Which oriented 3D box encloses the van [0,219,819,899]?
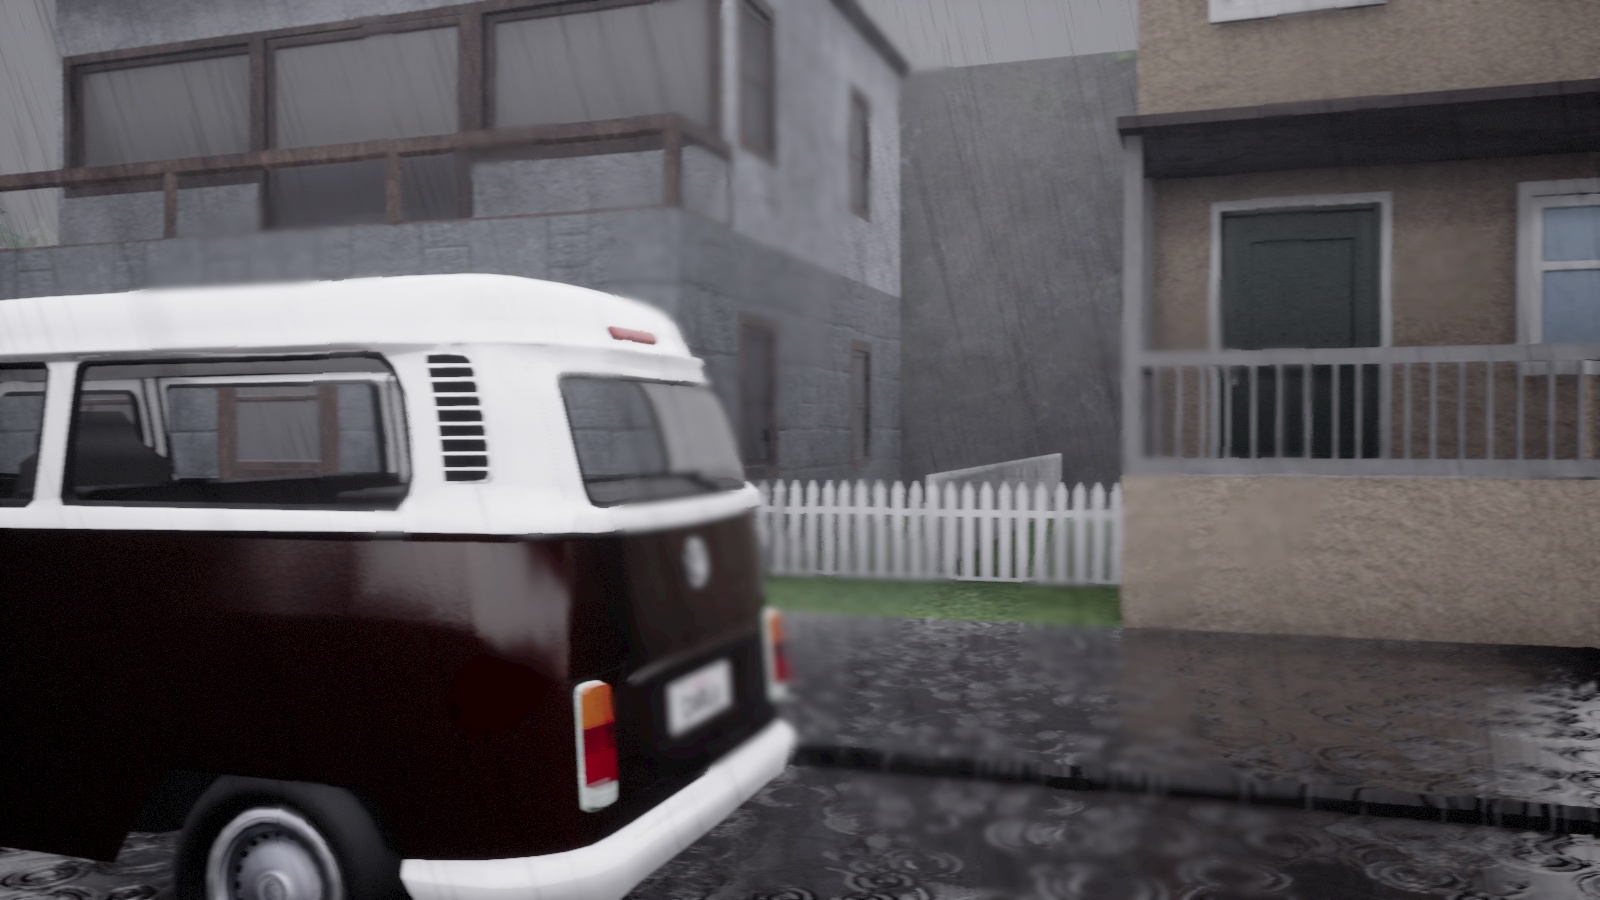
[{"bbox_3d":[-2.386,0.469,4.520,4.480,2.038,2.069,1,1,19],"label":"van"}]
